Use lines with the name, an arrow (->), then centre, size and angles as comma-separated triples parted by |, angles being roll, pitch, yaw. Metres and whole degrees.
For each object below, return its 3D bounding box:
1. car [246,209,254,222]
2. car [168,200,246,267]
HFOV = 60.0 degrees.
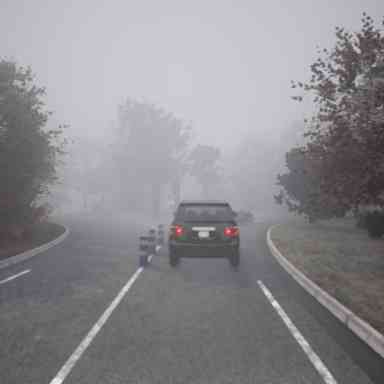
car -> 4.246, 2.091, 29.804 | 1.994, 1.385, 4.181 | -1, -2, 23
car -> 0.473, 1.295, 11.859 | 2.150, 2.045, 5.566 | 0, -1, 3
